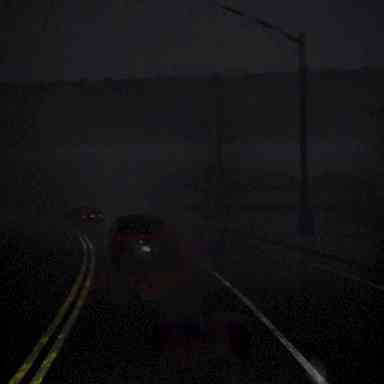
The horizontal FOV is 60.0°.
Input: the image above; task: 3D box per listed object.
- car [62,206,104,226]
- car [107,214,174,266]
[{"bbox_3d":[-8.318,1.767,25.167,2.033,1.411,5.357,1,-1,-35],"label":"car"},{"bbox_3d":[-1.992,1.537,12.022,1.882,1.535,5.008,0,-1,-16],"label":"car"}]
